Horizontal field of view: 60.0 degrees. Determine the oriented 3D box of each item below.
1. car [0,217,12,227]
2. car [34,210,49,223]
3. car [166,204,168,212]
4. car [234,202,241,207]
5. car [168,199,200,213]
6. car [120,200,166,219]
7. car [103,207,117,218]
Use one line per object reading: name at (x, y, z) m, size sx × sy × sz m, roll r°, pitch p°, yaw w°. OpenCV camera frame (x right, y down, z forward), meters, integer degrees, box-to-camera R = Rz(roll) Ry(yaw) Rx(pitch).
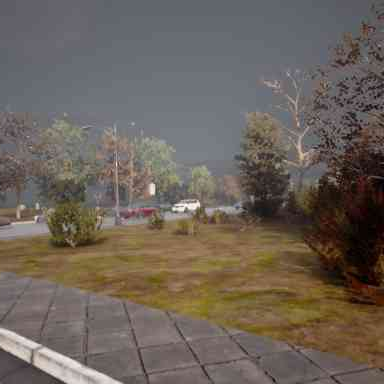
car at (-17.333, 2.417, 26.317) m, size 2.033 × 1.411 × 5.357 m, roll -3°, pitch -2°, yaw 34°
car at (-14.860, 2.539, 36.467) m, size 2.128 × 1.511 × 4.902 m, roll -3°, pitch -2°, yaw 32°
car at (-4.587, 2.641, 52.700) m, size 2.128 × 1.511 × 4.902 m, roll -3°, pitch -2°, yaw 32°
car at (9.560, 2.502, 61.674) m, size 2.033 × 1.411 × 5.357 m, roll -3°, pitch -2°, yaw 33°
car at (-0.803, 2.223, 52.154) m, size 2.150 × 2.045 × 5.566 m, roll -3°, pitch -2°, yaw 33°
car at (-5.523, 2.095, 37.799) m, size 2.097 × 1.767 × 4.553 m, roll -3°, pitch -2°, yaw 32°
car at (-10.049, 2.648, 44.065) m, size 1.994 × 1.385 × 4.181 m, roll -3°, pitch -2°, yaw 32°
